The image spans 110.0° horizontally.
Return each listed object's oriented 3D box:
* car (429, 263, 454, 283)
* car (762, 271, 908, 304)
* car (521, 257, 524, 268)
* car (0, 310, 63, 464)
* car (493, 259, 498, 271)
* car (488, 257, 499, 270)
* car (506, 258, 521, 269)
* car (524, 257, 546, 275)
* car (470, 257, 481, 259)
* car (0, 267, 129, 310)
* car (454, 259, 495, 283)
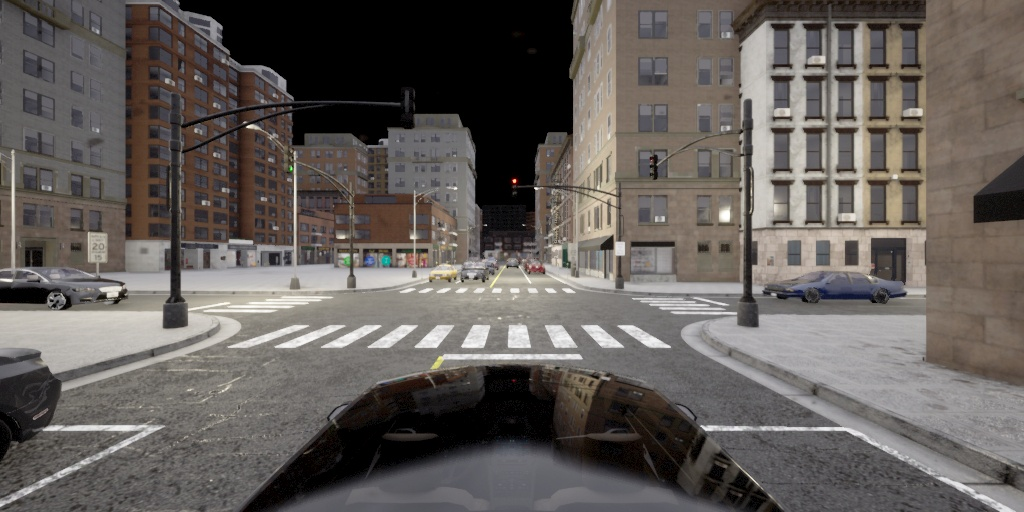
[{"bbox_3d":[-5.385,1.276,28.397,1.751,1.417,4.829,0,0,0],"label":"car"},{"bbox_3d":[14.593,1.379,16.349,5.357,1.411,2.033,0,0,0],"label":"car"},{"bbox_3d":[2.642,1.066,45.552,2.192,1.841,5.009,0,0,0],"label":"car"},{"bbox_3d":[-5.388,1.300,1.721,2.007,1.370,4.403,0,0,0],"label":"car"},{"bbox_3d":[-2.841,1.315,38.120,1.994,1.385,4.181,0,0,0],"label":"car"},{"bbox_3d":[-2.829,1.278,50.113,1.812,1.442,4.674,0,0,0],"label":"car"},{"bbox_3d":[0.100,1.317,58.619,1.994,1.385,4.181,0,0,1],"label":"car"},{"bbox_3d":[2.641,1.191,39.890,1.967,1.591,4.097,0,0,0],"label":"car"},{"bbox_3d":[-5.383,1.067,51.215,2.192,1.841,5.009,0,0,0],"label":"car"},{"bbox_3d":[-17.281,1.162,13.387,4.902,1.511,2.128,0,0,2],"label":"car"},{"bbox_3d":[-2.833,1.242,28.219,2.128,1.511,4.902,0,0,2],"label":"car"}]
